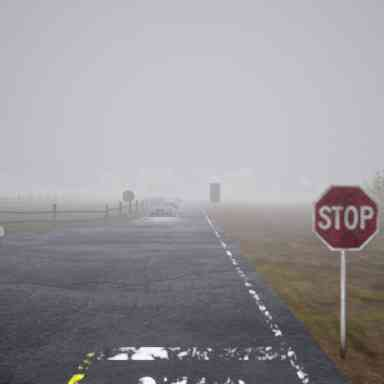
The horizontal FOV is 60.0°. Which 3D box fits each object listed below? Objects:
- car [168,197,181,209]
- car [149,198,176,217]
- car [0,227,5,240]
[{"bbox_3d":[-2.843,1.462,45.769,1.882,1.535,5.008,0,1,0],"label":"car"},{"bbox_3d":[-2.816,1.551,31.062,1.994,1.385,4.181,0,0,0],"label":"car"},{"bbox_3d":[-9.469,1.492,11.876,4.718,1.301,1.895,1,0,3],"label":"car"}]
